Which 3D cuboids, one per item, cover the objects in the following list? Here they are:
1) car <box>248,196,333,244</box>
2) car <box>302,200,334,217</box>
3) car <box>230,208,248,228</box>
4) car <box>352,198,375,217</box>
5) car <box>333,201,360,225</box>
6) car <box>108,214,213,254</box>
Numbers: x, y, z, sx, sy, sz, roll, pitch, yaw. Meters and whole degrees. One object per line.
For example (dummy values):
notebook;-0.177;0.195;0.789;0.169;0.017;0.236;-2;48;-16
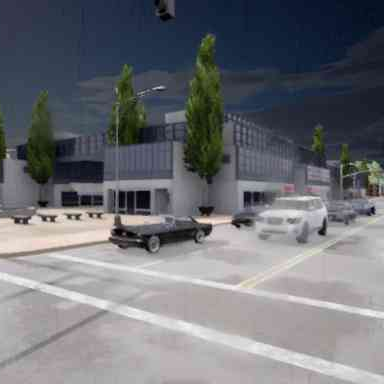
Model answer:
car;5.116;1.241;16.596;2.150;2.045;5.566;0;0;35
car;12.625;1.568;33.148;1.812;1.442;4.674;0;0;36
car;4.479;1.570;21.737;2.033;1.411;5.357;0;0;35
car;16.540;1.399;32.603;2.097;1.767;4.553;0;0;36
car;10.579;1.596;24.257;1.994;1.385;4.181;0;0;36
car;-1.159;1.610;13.904;1.895;1.301;4.718;0;0;37
